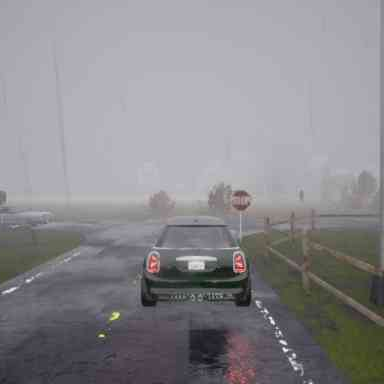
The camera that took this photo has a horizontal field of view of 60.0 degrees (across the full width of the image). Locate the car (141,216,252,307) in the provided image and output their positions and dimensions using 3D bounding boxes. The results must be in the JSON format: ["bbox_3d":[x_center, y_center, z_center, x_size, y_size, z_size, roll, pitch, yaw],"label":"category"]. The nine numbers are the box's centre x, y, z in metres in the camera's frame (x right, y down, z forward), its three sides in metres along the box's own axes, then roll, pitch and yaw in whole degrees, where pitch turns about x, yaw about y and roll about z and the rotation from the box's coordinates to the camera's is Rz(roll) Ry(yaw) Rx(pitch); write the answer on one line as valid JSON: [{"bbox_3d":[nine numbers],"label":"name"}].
[{"bbox_3d":[0.077,1.352,8.150,2.097,1.767,4.553,0,0,0],"label":"car"}]

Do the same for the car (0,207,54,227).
[{"bbox_3d":[-11.842,1.630,22.284,4.718,1.301,1.895,0,0,3],"label":"car"}]
